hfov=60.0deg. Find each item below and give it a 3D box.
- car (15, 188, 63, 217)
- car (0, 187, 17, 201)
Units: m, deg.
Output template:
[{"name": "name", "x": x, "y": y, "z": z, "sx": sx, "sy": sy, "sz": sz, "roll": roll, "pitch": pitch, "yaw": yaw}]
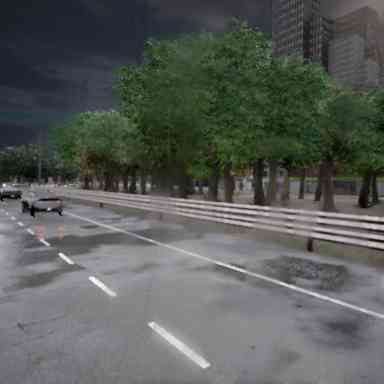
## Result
[{"name": "car", "x": -9.775, "y": 0.728, "z": 21.573, "sx": 2.128, "sy": 1.511, "sz": 4.902, "roll": 0, "pitch": 2, "yaw": -35}, {"name": "car", "x": -19.526, "y": 0.173, "z": 35.681, "sx": 1.882, "sy": 1.535, "sz": 5.008, "roll": 0, "pitch": 2, "yaw": -35}]
